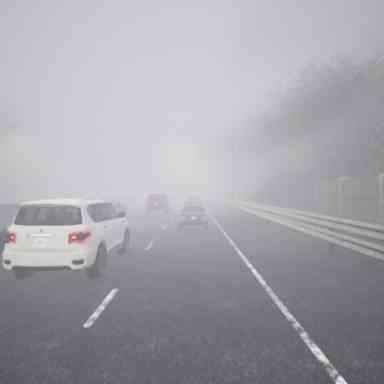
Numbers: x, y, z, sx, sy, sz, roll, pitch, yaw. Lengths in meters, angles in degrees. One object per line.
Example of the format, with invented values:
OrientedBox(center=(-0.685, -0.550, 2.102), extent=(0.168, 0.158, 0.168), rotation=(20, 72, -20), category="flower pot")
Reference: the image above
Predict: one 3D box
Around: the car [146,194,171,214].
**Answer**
OrientedBox(center=(-3.403, 1.171, 34.058), extent=(2.150, 2.045, 5.566), rotation=(0, 0, 0), category="car")

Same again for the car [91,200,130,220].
OrientedBox(center=(-6.903, 1.502, 28.791), extent=(2.033, 1.411, 5.357), rotation=(0, 0, 0), category="car")

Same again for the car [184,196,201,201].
OrientedBox(center=(0.100, 1.295, 40.804), extent=(2.097, 1.767, 4.553), rotation=(0, 0, 0), category="car")

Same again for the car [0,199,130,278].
OrientedBox(center=(-3.405, 1.204, 10.187), extent=(2.150, 2.045, 5.566), rotation=(0, 0, 0), category="car")

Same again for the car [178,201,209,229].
OrientedBox(center=(0.100, 1.512, 21.272), extent=(2.033, 1.411, 5.357), rotation=(0, 0, 0), category="car")
